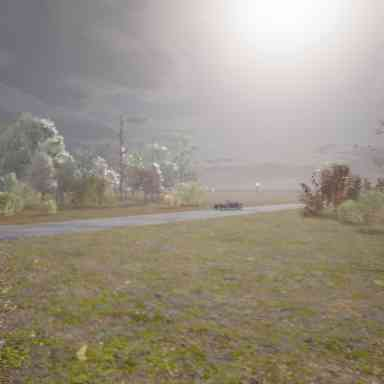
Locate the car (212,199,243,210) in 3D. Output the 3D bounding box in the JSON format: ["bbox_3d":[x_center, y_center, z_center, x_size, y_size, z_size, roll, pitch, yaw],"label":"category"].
[{"bbox_3d":[4.519,1.584,41.659,1.895,1.301,4.718,0,0,37],"label":"car"}]
